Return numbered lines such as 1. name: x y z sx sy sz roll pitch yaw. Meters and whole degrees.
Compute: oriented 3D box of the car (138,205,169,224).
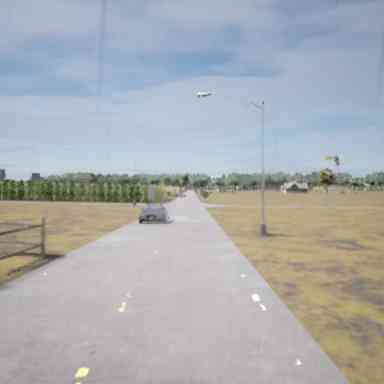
1. car: -2.845 1.652 25.279 1.994 1.385 4.181 0 0 0
